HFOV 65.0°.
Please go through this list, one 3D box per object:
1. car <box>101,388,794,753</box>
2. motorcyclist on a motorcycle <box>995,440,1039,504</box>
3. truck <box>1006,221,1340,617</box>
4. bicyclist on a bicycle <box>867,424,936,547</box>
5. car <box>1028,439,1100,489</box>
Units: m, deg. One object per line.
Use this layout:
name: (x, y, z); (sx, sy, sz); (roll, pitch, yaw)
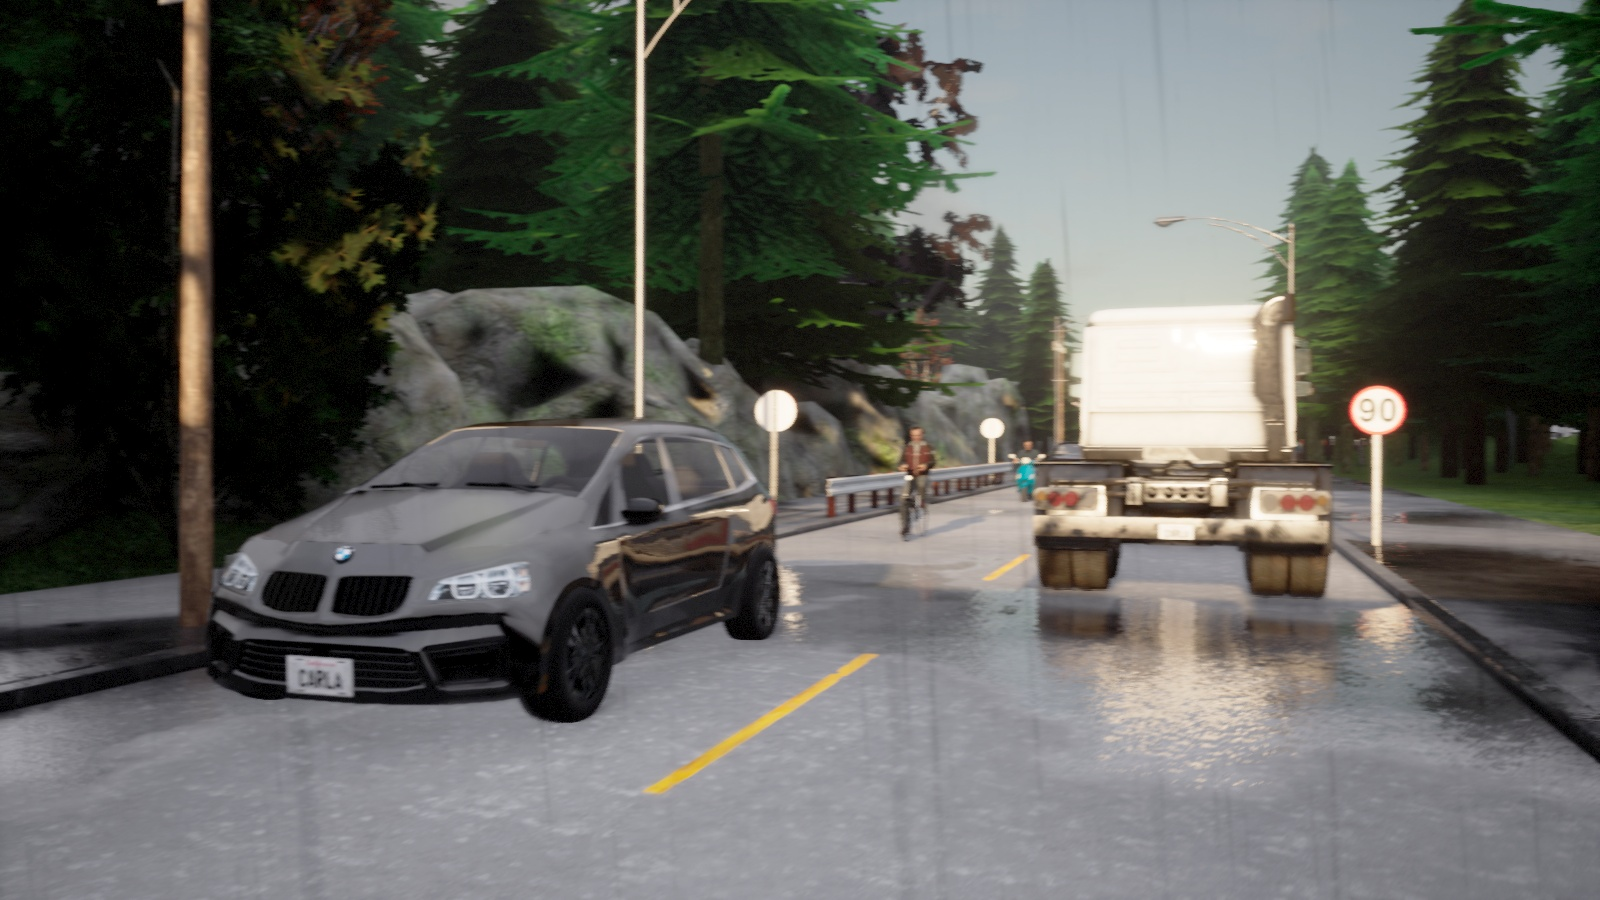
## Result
car: (-1.807, 0.536, 8.269); (2.242, 1.667, 4.611); (0, 0, 17)
motorcyclist on a motorcycle: (5.566, 0.549, 32.168); (0.866, 1.590, 1.817); (0, 0, 17)
truck: (4.519, -0.297, 15.197); (2.891, 3.462, 7.936); (0, 0, 17)
bicyclist on a bicycle: (1.570, 0.518, 19.216); (0.659, 1.776, 1.843); (0, 0, 17)
car: (9.462, 0.477, 44.771); (2.033, 1.649, 4.856); (0, 0, 17)
